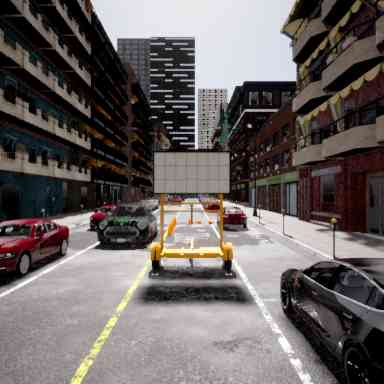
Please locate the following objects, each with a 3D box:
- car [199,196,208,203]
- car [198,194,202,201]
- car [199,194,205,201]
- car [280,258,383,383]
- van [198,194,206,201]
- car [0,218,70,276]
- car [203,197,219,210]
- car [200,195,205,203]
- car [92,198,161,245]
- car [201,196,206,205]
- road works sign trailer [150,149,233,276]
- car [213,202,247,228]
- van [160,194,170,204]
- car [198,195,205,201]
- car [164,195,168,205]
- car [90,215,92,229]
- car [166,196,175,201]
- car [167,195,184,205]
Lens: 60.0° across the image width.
[{"bbox_3d":[2.539,1.656,72.973,1.802,1.307,4.206,0,0,0],"label":"car"},{"bbox_3d":[2.542,1.588,67.454,1.752,1.417,4.829,0,0,0],"label":"car"},{"bbox_3d":[2.547,1.570,56.075,1.752,1.417,4.829,0,0,0],"label":"car"},{"bbox_3d":[2.570,1.567,4.699,1.947,1.339,4.313,1,0,0],"label":"car"},{"bbox_3d":[2.536,1.440,84.353,1.690,1.788,3.998,0,0,0],"label":"van"},{"bbox_3d":[-5.312,1.548,10.373,1.887,1.381,4.507,1,0,0],"label":"car"},{"bbox_3d":[2.555,1.607,38.836,1.802,1.307,4.206,1,0,0],"label":"car"},{"bbox_3d":[2.550,1.582,50.216,1.887,1.381,4.507,1,0,0],"label":"car"},{"bbox_3d":[-2.857,1.357,15.599,2.097,1.767,4.553,0,0,0],"label":"car"},{"bbox_3d":[2.553,1.576,44.527,1.887,1.381,4.507,1,0,0],"label":"car"},{"bbox_3d":[-0.005,0.467,10.377,2.380,3.560,2.880,0,0,0],"label":"road works sign trailer"},{"bbox_3d":[2.562,1.591,21.767,1.802,1.307,4.206,1,0,0],"label":"car"},{"bbox_3d":[-5.336,1.404,67.270,1.690,1.788,3.998,1,0,0],"label":"van"},{"bbox_3d":[2.532,1.638,90.213,1.752,1.417,4.829,0,0,0],"label":"car"},{"bbox_3d":[-5.336,1.598,61.581,1.887,1.381,4.507,1,0,0],"label":"car"},{"bbox_3d":[-5.317,1.554,21.752,1.887,1.381,4.507,1,0,0],"label":"car"},{"bbox_3d":[-5.346,1.643,84.340,1.887,1.381,4.507,0,0,0],"label":"car"},{"bbox_3d":[-2.853,1.526,58.761,1.882,1.535,5.008,0,0,0],"label":"car"}]
